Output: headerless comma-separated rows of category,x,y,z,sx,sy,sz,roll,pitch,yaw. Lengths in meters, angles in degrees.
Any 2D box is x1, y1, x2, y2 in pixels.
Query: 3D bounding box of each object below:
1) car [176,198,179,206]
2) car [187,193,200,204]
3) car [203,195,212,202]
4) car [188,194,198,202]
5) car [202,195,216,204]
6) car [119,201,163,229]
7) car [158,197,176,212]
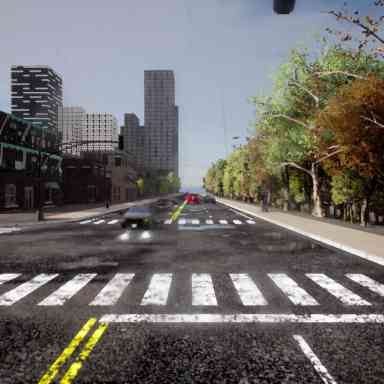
car,-3.219,1.544,55.361,1.994,1.385,4.181,0,0,0
car,0.228,1.198,62.214,2.150,2.045,5.566,0,0,1
car,3.402,1.470,73.082,1.837,1.490,4.892,0,0,0
car,0.164,1.325,72.781,2.097,1.767,4.553,0,0,0
car,3.482,1.540,63.126,1.994,1.385,4.181,0,0,0
car,-3.307,1.542,21.755,2.033,1.411,5.357,0,0,0
car,-3.268,1.491,38.772,1.837,1.490,4.892,0,0,0
